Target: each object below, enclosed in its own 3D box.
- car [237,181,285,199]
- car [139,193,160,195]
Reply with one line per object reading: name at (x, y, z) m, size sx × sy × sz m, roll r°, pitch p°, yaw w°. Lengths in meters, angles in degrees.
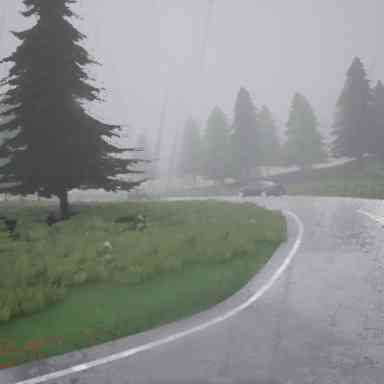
car at (6.155, -0.190, 30.386) m, size 1.837 × 1.490 × 4.892 m, roll -4°, pitch 2°, yaw -35°
car at (-5.581, 0.317, 38.544) m, size 1.837 × 1.490 × 4.892 m, roll -6°, pitch 3°, yaw -43°
